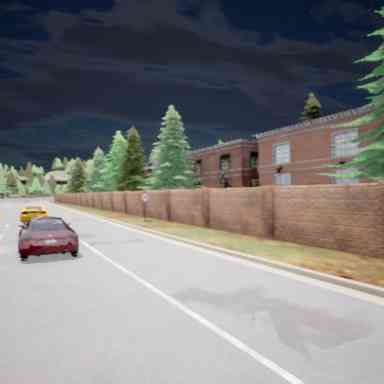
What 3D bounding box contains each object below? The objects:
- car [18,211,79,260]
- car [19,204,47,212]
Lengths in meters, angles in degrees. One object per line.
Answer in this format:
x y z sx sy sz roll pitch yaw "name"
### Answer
-5.771 1.690 13.206 1.994 1.385 4.181 0 0 -28 "car"
-12.803 1.745 26.904 1.882 1.535 5.008 0 0 -26 "car"
